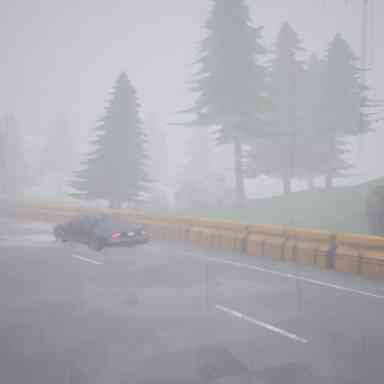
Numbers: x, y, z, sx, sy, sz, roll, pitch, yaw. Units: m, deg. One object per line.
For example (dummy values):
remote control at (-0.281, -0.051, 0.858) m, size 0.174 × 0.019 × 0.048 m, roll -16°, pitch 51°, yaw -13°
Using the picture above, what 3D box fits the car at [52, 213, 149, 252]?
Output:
car at (-4.108, 1.624, 14.385) m, size 5.357 × 1.411 × 2.033 m, roll 1°, pitch 0°, yaw 44°
